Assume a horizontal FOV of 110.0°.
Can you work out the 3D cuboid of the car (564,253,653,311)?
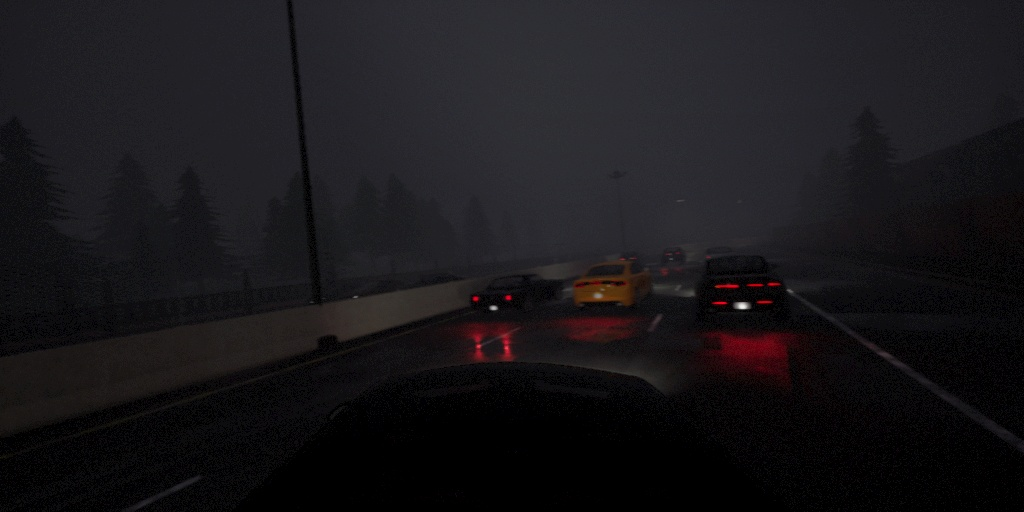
[{"bbox_3d":[3.731,0.912,12.788,1.882,1.535,5.008,-6,0,29],"label":"car"}]

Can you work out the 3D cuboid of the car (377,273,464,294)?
[{"bbox_3d":[-4.538,1.758,19.855,2.128,1.511,4.902,-6,0,29],"label":"car"}]

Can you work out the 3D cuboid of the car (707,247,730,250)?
[{"bbox_3d":[15.158,-0.012,26.241,1.895,1.301,4.718,-6,0,29],"label":"car"}]

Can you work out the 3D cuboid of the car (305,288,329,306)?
[{"bbox_3d":[-10.836,2.454,22.863,1.994,1.385,4.181,-6,0,29],"label":"car"}]

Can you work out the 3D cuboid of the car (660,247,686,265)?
[{"bbox_3d":[14.735,-0.052,32.708,2.128,1.511,4.902,-6,0,29],"label":"car"}]

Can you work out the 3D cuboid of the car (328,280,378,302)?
[{"bbox_3d":[-7.856,2.119,21.055,1.812,1.442,4.674,-6,0,29],"label":"car"}]

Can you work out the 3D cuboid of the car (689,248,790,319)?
[{"bbox_3d":[6.045,0.703,9.759,1.837,1.490,4.892,-6,0,29],"label":"car"}]

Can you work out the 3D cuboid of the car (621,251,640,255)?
[{"bbox_3d":[11.242,0.305,33.593,1.837,1.490,4.892,-6,0,29],"label":"car"}]

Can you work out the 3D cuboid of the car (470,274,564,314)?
[{"bbox_3d":[0.431,1.361,14.002,1.895,1.301,4.718,-6,0,29],"label":"car"}]
